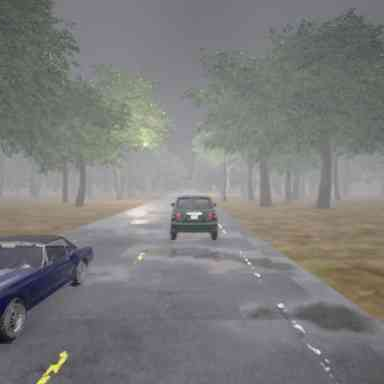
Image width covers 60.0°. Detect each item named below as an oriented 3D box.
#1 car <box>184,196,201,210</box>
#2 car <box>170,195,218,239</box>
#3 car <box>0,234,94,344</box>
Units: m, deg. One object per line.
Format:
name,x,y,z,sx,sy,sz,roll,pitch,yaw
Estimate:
car,0.088,1.227,38.274,1.812,1.442,4.674,0,1,0
car,0.095,1.143,16.876,2.150,2.045,5.566,0,1,0
car,-3.527,1.587,6.525,1.895,1.301,4.718,0,0,1
